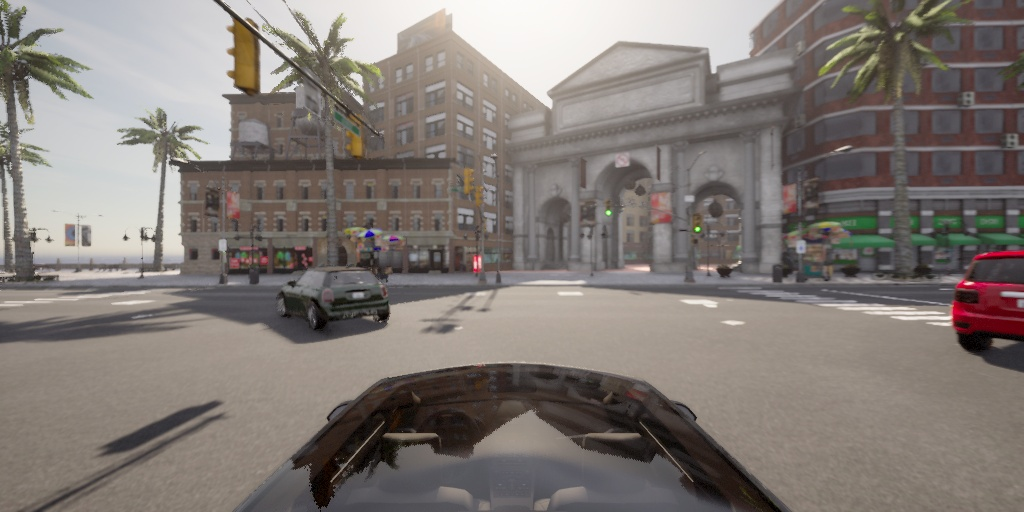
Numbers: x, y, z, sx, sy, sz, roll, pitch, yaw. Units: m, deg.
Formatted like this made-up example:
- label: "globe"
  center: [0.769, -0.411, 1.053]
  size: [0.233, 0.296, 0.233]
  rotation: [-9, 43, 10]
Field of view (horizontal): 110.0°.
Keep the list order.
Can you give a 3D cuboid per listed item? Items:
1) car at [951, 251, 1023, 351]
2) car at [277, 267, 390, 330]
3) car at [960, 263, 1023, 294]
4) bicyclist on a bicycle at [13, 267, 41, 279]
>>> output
- label: "car"
  center: [11.355, 0.908, 7.220]
  size: [5.566, 2.045, 2.150]
  rotation: [0, -1, -24]
- label: "car"
  center: [-5.849, 1.131, 11.532]
  size: [4.553, 1.767, 2.097]
  rotation: [0, 0, 44]
- label: "car"
  center: [26.464, 1.105, 18.244]
  size: [4.892, 1.490, 1.837]
  rotation: [0, 0, 2]
- label: "bicyclist on a bicycle"
  center: [-37.657, 1.250, 27.801]
  size: [0.582, 1.620, 1.656]
  rotation: [0, 0, 2]
